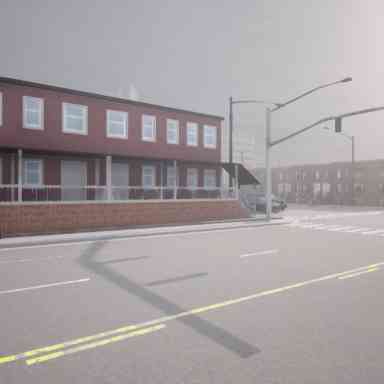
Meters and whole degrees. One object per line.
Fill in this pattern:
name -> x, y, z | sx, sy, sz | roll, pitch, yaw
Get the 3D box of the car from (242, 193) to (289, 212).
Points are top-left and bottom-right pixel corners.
car -> 8.788, 1.186, 40.142 | 2.150, 2.045, 5.566 | 0, 0, -36

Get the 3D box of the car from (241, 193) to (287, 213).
car -> 7.441, 1.319, 36.008 | 2.097, 1.767, 4.553 | 0, 0, -36

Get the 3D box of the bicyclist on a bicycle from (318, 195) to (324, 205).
bicyclist on a bicycle -> 20.327, 1.278, 52.348 | 1.656, 1.620, 0.582 | 0, 0, -36
